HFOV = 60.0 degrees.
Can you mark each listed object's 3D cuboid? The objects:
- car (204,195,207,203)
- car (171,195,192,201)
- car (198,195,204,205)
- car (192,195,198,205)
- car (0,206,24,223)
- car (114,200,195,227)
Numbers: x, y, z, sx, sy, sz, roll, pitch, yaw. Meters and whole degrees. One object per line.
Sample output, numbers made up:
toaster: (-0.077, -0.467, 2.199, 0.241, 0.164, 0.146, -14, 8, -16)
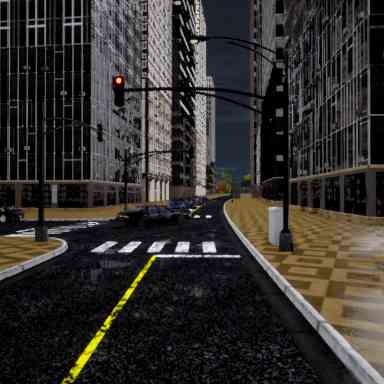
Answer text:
car: (2.097, 1.404, 68.552, 2.128, 1.511, 4.902, 0, 0, 8)
car: (-1.546, 1.328, 36.185, 2.097, 1.767, 4.553, 0, 0, 5)
car: (0.320, 1.296, 55.290, 2.097, 1.767, 4.553, 0, 0, 7)
car: (-0.771, 1.315, 45.119, 2.097, 1.767, 4.553, 0, 0, 6)
car: (-16.426, 1.854, 28.068, 4.403, 1.369, 2.008, -1, 1, 10)
car: (-2.683, 1.590, 23.352, 5.357, 1.411, 2.033, -1, 1, -38)
